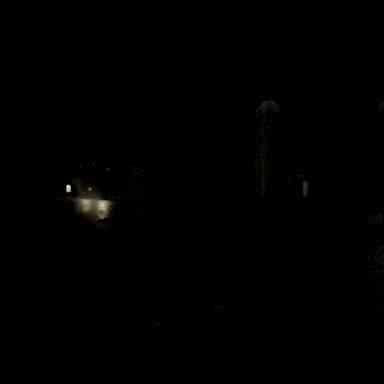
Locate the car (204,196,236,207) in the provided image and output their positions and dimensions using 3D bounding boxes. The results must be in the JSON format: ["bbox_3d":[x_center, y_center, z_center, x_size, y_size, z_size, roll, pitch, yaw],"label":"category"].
[{"bbox_3d":[3.290,1.135,38.910,1.994,1.385,4.181,-1,1,-36],"label":"car"}]

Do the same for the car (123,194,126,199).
[{"bbox_3d":[-10.327,0.853,57.878,1.837,1.490,4.892,-1,1,-35],"label":"car"}]

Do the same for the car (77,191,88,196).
[{"bbox_3d":[-29.231,0.373,88.839,1.994,1.385,4.181,-1,1,-36],"label":"car"}]
